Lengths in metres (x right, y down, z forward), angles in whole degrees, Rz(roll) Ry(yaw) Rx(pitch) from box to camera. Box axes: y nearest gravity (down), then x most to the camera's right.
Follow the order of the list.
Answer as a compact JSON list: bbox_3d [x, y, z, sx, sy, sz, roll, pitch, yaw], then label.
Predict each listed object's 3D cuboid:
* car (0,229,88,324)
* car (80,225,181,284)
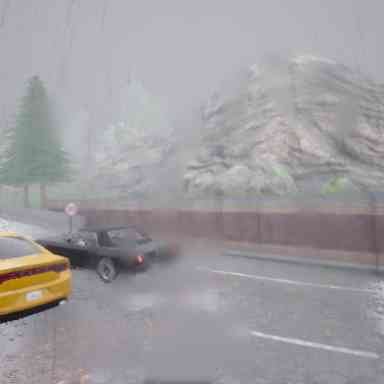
[{"bbox_3d":[-4.560,1.537,6.823,5.008,1.535,1.882,0,0,36],"label":"car"},{"bbox_3d":[-2.711,1.647,9.782,4.718,1.301,1.895,-1,0,36],"label":"car"}]
